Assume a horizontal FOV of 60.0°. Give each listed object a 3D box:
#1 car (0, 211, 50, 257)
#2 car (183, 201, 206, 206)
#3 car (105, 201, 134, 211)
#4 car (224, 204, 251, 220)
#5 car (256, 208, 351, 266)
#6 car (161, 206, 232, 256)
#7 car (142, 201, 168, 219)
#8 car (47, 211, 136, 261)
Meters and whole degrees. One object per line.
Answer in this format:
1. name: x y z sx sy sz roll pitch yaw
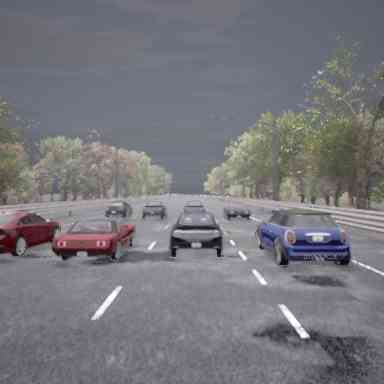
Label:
1. car: -6.841 1.490 12.954 1.882 1.535 5.008 0 0 0
2. car: 0.227 1.547 29.881 2.128 1.511 4.902 0 0 0
3. car: -6.758 1.578 31.014 1.812 1.442 4.674 0 0 0
4. car: 3.731 1.656 28.474 1.895 1.301 4.718 0 0 0
5. car: 3.651 1.371 11.735 2.097 1.767 4.553 0 0 0
6. car: 0.159 1.510 13.195 2.128 1.511 4.902 0 0 0
7. car: -3.264 1.544 29.865 2.128 1.511 4.902 0 0 0
8. car: -3.347 1.615 12.397 1.895 1.301 4.718 0 0 0
